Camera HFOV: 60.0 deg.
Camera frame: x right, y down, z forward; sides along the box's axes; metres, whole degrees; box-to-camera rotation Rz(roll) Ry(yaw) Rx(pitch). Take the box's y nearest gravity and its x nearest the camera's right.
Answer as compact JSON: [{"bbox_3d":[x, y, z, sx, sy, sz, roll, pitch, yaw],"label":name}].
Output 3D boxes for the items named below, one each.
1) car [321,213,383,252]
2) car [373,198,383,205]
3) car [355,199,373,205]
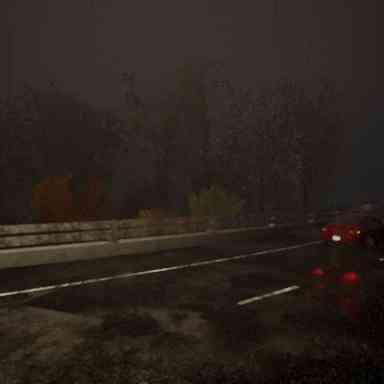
[{"bbox_3d":[7.431,1.684,14.801,4.674,1.442,1.812,0,0,-43],"label":"car"},{"bbox_3d":[42.913,2.182,76.801,2.097,1.767,4.553,0,0,5],"label":"car"},{"bbox_3d":[39.447,2.307,77.305,1.837,1.490,4.892,0,0,5],"label":"car"}]
